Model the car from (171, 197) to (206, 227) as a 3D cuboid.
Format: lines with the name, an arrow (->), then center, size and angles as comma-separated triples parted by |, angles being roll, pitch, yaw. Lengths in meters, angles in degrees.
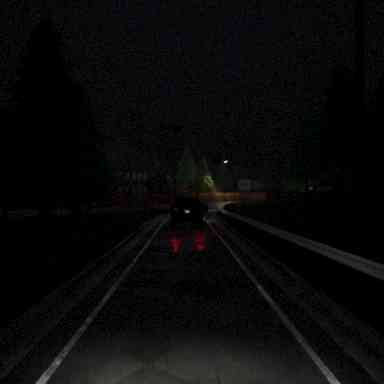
car -> -0.360, 1.372, 24.136 | 2.150, 2.045, 5.566 | 0, 0, -1

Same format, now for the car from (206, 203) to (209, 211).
car -> 0.994, 1.825, 42.728 | 1.994, 1.385, 4.181 | 0, 0, 9
